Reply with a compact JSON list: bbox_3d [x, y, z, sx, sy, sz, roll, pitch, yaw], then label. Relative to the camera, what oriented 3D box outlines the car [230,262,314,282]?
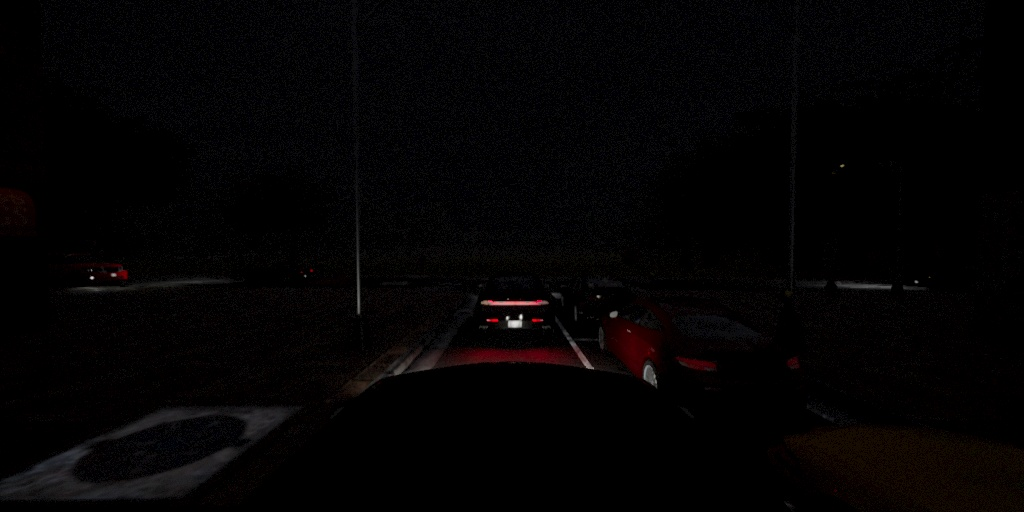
[{"bbox_3d":[-16.509,1.095,24.735,4.718,1.301,1.895,0,2,-2],"label":"car"}]

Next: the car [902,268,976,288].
[{"bbox_3d":[30.153,1.495,24.767,4.718,1.301,1.895,1,2,0],"label":"car"}]

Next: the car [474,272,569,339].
[{"bbox_3d":[0.057,1.191,9.885,2.128,1.511,4.902,0,0,0],"label":"car"}]

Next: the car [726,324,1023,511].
[{"bbox_3d":[2.641,1.284,0.500,1.751,1.417,4.829,0,0,0],"label":"car"}]

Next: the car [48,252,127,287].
[{"bbox_3d":[-26.817,0.799,21.627,5.566,2.045,2.150,0,2,0],"label":"car"}]

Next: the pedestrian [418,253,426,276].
[{"bbox_3d":[-6.946,0.602,27.543,0.375,1.860,0.375,0,1,0],"label":"pedestrian"}]

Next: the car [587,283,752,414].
[{"bbox_3d":[2.627,1.306,5.863,1.802,1.307,4.207,0,0,0],"label":"car"}]

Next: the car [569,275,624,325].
[{"bbox_3d":[2.613,1.240,11.395,2.007,1.370,4.403,0,0,0],"label":"car"}]
